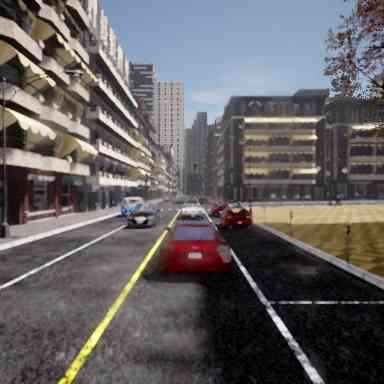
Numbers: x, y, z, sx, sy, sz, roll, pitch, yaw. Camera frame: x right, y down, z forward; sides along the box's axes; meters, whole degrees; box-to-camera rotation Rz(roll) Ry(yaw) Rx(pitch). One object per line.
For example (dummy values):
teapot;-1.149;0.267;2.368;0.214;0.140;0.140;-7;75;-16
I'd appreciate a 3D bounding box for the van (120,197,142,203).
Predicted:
van;-5.708;1.400;31.846;1.690;1.788;3.998;0;0;0

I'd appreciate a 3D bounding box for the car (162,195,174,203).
car;-5.718;1.717;75.322;2.008;1.369;4.403;-1;0;0

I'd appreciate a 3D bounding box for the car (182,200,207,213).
car;0.086;1.654;29.561;1.895;1.301;4.718;0;0;0

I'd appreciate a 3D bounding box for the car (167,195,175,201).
car;-5.725;1.656;91.905;1.967;1.590;4.097;-1;0;0

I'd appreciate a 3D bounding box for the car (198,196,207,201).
car;2.659;1.623;80.847;1.967;1.590;4.097;-1;0;0

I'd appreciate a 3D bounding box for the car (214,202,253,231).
car;2.677;1.580;20.796;1.887;1.381;4.507;0;0;0

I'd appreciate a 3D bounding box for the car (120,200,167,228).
car;-3.104;1.530;22.374;2.128;1.511;4.902;0;0;0

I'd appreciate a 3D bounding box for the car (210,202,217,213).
car;2.674;1.603;31.847;1.887;1.381;4.507;0;0;0

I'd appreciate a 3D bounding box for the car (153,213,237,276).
car;0.082;1.581;10.427;1.994;1.385;4.181;0;0;0

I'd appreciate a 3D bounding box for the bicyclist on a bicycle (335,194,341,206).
bicyclist on a bicycle;20.231;1.108;46.175;0.582;1.620;1.656;-1;0;-1
